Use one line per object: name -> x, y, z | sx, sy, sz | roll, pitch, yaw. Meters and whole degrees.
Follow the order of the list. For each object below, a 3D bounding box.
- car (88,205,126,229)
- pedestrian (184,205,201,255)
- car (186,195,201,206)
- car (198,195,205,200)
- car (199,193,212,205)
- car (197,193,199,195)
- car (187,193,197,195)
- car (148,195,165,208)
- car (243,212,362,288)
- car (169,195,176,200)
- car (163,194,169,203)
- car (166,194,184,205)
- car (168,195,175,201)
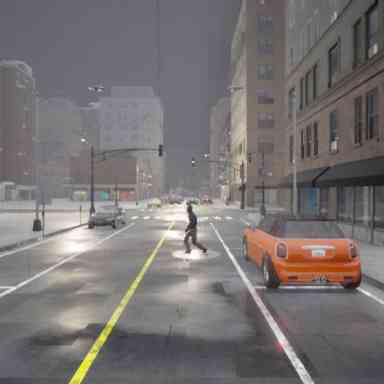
car -> -5.394, 1.545, 21.504 | 2.008, 1.369, 4.403 | 0, 0, 0
pedestrian -> -0.001, 1.290, 11.772 | 0.375, 1.860, 0.375 | 0, 0, -8
car -> 0.052, 1.588, 55.547 | 1.895, 1.301, 4.718 | 0, 0, 0
car -> 2.610, 1.534, 93.647 | 2.008, 1.369, 4.403 | 0, 0, 0
car -> 2.620, 1.427, 59.675 | 1.967, 1.590, 4.097 | 0, 0, 0
car -> 2.619, 1.301, 65.337 | 2.192, 1.841, 5.009 | 0, 0, 0
car -> -0.026, 1.209, 88.469 | 2.150, 2.045, 5.566 | 0, 0, 0
car -> -5.401, 1.514, 48.180 | 1.752, 1.417, 4.829 | 0, 0, 0
car -> 2.747, 1.349, 9.352 | 2.097, 1.767, 4.553 | 0, 0, 0
car -> -5.415, 1.508, 93.475 | 1.752, 1.417, 4.829 | 0, 0, 0
car -> -5.406, 1.537, 65.336 | 2.008, 1.369, 4.403 | 0, 0, 0
car -> -2.841, 1.535, 57.523 | 2.033, 1.411, 5.357 | 0, 0, 0
car -> -5.413, 1.565, 87.984 | 1.802, 1.307, 4.206 | 0, 0, 0
